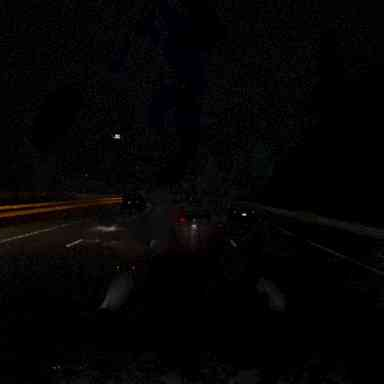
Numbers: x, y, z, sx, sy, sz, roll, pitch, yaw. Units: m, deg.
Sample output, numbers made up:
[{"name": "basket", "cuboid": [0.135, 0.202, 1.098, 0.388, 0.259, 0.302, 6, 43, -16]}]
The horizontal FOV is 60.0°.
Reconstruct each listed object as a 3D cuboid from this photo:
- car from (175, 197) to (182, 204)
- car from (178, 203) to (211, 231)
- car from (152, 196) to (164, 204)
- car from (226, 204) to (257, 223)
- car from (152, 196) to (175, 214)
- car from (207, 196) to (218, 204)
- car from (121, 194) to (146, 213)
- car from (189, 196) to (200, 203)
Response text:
[{"name": "car", "cuboid": [-2.977, 1.611, 64.556, 1.994, 1.385, 4.181, 0, 0, 0]}, {"name": "car", "cuboid": [0.155, 1.618, 20.802, 1.895, 1.301, 4.718, 0, 0, 1]}, {"name": "car", "cuboid": [-6.480, 1.568, 64.053, 1.812, 1.442, 4.674, 0, 0, 0]}, {"name": "car", "cuboid": [3.745, 1.590, 25.741, 1.994, 1.385, 4.181, 0, 0, 0]}, {"name": "car", "cuboid": [-3.180, 1.531, 36.198, 1.837, 1.490, 4.892, 0, 0, 0]}, {"name": "car", "cuboid": [4.023, 1.548, 64.537, 2.128, 1.511, 4.902, 0, 0, 0]}, {"name": "car", "cuboid": [-6.652, 1.245, 38.215, 2.150, 2.045, 5.566, 0, 0, 0]}, {"name": "car", "cuboid": [0.526, 1.542, 64.822, 2.128, 1.511, 4.902, 0, 0, 0]}]
